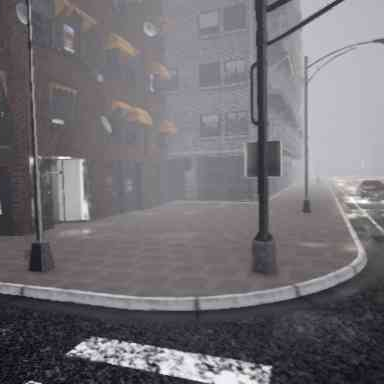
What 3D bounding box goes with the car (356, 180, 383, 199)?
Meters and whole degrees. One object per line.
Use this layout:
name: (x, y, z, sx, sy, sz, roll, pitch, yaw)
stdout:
car: (13.897, -0.214, 25.752, 1.812, 1.442, 4.674, 0, 4, 21)
